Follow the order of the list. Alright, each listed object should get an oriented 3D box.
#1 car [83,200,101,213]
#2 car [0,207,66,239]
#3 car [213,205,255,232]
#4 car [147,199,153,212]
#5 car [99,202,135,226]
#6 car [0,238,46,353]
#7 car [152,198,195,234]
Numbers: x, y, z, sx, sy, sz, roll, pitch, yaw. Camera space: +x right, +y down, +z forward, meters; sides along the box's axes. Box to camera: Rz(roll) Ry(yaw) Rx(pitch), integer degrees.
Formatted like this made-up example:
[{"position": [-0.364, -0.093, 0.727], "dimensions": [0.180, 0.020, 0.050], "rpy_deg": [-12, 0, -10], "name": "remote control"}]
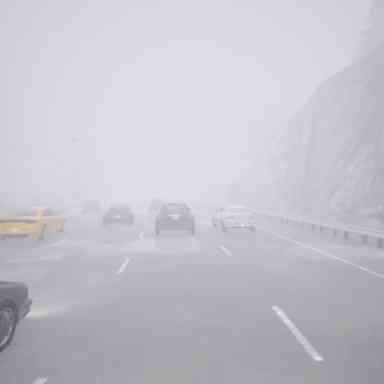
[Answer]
[{"position": [-10.753, 1.522, 36.389], "dimensions": [2.033, 1.411, 5.357], "rpy_deg": [0, 0, -11], "name": "car"}, {"position": [-7.835, 1.472, 16.704], "dimensions": [1.882, 1.535, 5.008], "rpy_deg": [0, 0, -5], "name": "car"}, {"position": [2.411, 1.495, 19.685], "dimensions": [1.812, 1.442, 4.674], "rpy_deg": [0, 0, -6], "name": "car"}, {"position": [-3.947, 1.464, 37.885], "dimensions": [1.837, 1.490, 4.892], "rpy_deg": [0, 0, -11], "name": "car"}, {"position": [-5.110, 1.544, 23.601], "dimensions": [1.994, 1.385, 4.181], "rpy_deg": [0, 0, -7], "name": "car"}, {"position": [-3.490, 1.551, 3.008], "dimensions": [2.033, 1.411, 5.357], "rpy_deg": [0, 0, -1], "name": "car"}, {"position": [-1.056, 1.329, 19.091], "dimensions": [2.097, 1.767, 4.553], "rpy_deg": [0, 0, -6], "name": "car"}]
